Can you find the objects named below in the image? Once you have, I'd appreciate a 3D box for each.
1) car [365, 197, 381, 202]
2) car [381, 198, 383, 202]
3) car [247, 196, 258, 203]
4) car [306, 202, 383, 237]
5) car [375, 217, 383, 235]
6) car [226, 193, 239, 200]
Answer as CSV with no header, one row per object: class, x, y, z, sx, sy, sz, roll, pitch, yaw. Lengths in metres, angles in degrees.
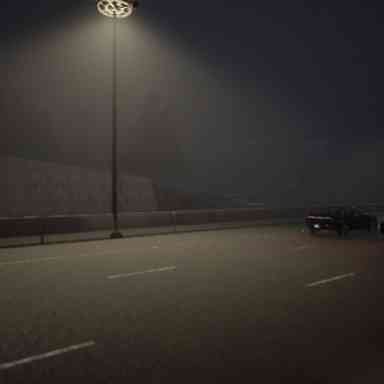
car,34.742,1.656,63.056,4.718,1.301,1.895,0,0,-36
car,36.775,1.657,60.207,4.718,1.301,1.895,0,0,-36
car,12.672,1.596,69.818,1.994,1.385,4.181,0,0,3
car,8.288,1.508,18.260,4.902,1.511,2.128,0,0,-36
car,11.029,1.618,15.914,4.718,1.301,1.895,0,0,-36
car,10.609,1.009,86.392,2.097,1.767,4.553,0,2,-16
